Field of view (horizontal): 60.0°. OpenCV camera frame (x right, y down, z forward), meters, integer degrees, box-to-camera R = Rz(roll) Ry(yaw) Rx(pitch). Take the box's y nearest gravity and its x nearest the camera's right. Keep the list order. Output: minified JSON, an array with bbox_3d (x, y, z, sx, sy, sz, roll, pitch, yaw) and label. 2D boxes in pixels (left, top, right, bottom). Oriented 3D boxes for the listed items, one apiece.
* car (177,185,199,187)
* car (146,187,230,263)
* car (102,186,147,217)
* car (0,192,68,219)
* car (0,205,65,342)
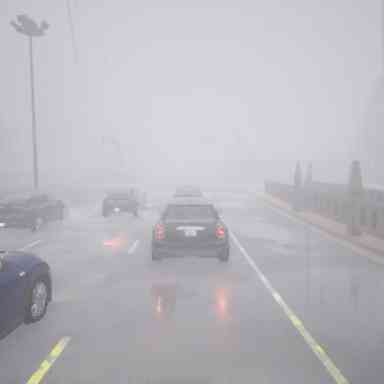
[{"bbox_3d":[-0.242,0.281,20.390,1.882,1.535,5.008,0,5,-1],"label":"car"},{"bbox_3d":[-0.070,0.931,10.632,2.097,1.767,4.553,0,4,-1],"label":"car"},{"bbox_3d":[-3.719,0.439,18.785,1.837,1.490,4.892,0,4,0],"label":"car"},{"bbox_3d":[-7.145,0.775,14.857,1.837,1.490,4.892,0,5,-1],"label":"car"},{"bbox_3d":[-3.462,1.251,3.896,2.097,1.767,4.553,0,2,0],"label":"car"}]
